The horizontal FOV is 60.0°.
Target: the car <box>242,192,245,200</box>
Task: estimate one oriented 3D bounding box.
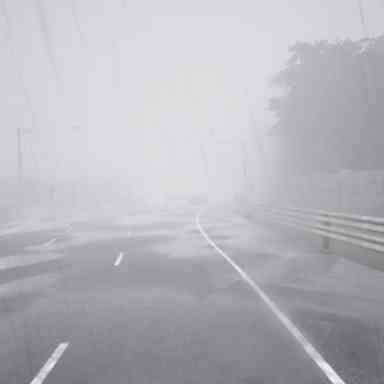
[{"bbox_3d":[13.540,1.147,91.744,2.150,2.045,5.566,-1,-2,20],"label":"car"}]

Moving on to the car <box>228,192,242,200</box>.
[{"bbox_3d":[10.278,1.178,81.874,1.882,1.535,5.008,-1,-2,18],"label":"car"}]

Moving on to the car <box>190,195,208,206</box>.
[{"bbox_3d":[0.994,1.110,45.229,1.882,1.535,5.008,-2,0,11],"label":"car"}]

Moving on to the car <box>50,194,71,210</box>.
[{"bbox_3d":[-17.708,1.335,44.818,2.150,2.045,5.566,-1,0,-27],"label":"car"}]

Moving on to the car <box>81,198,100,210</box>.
[{"bbox_3d":[-13.277,1.502,43.499,2.128,1.511,4.902,-2,0,-25],"label":"car"}]
